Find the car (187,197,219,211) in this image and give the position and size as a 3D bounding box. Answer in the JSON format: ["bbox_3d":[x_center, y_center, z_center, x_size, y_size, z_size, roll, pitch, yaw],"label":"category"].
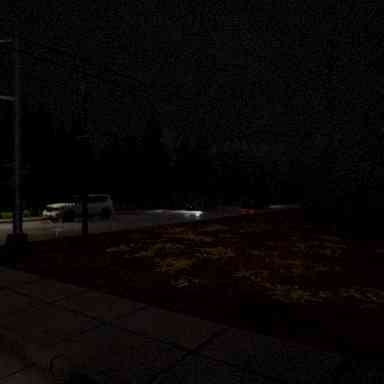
[{"bbox_3d":[1.338,1.416,39.564,1.837,1.490,4.892,0,0,37],"label":"car"}]

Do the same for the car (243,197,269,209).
[{"bbox_3d":[8.344,1.360,42.830,2.128,1.511,4.902,0,0,37],"label":"car"}]

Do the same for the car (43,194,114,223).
[{"bbox_3d":[-8.674,1.221,26.066,2.150,2.045,5.566,0,0,37],"label":"car"}]
